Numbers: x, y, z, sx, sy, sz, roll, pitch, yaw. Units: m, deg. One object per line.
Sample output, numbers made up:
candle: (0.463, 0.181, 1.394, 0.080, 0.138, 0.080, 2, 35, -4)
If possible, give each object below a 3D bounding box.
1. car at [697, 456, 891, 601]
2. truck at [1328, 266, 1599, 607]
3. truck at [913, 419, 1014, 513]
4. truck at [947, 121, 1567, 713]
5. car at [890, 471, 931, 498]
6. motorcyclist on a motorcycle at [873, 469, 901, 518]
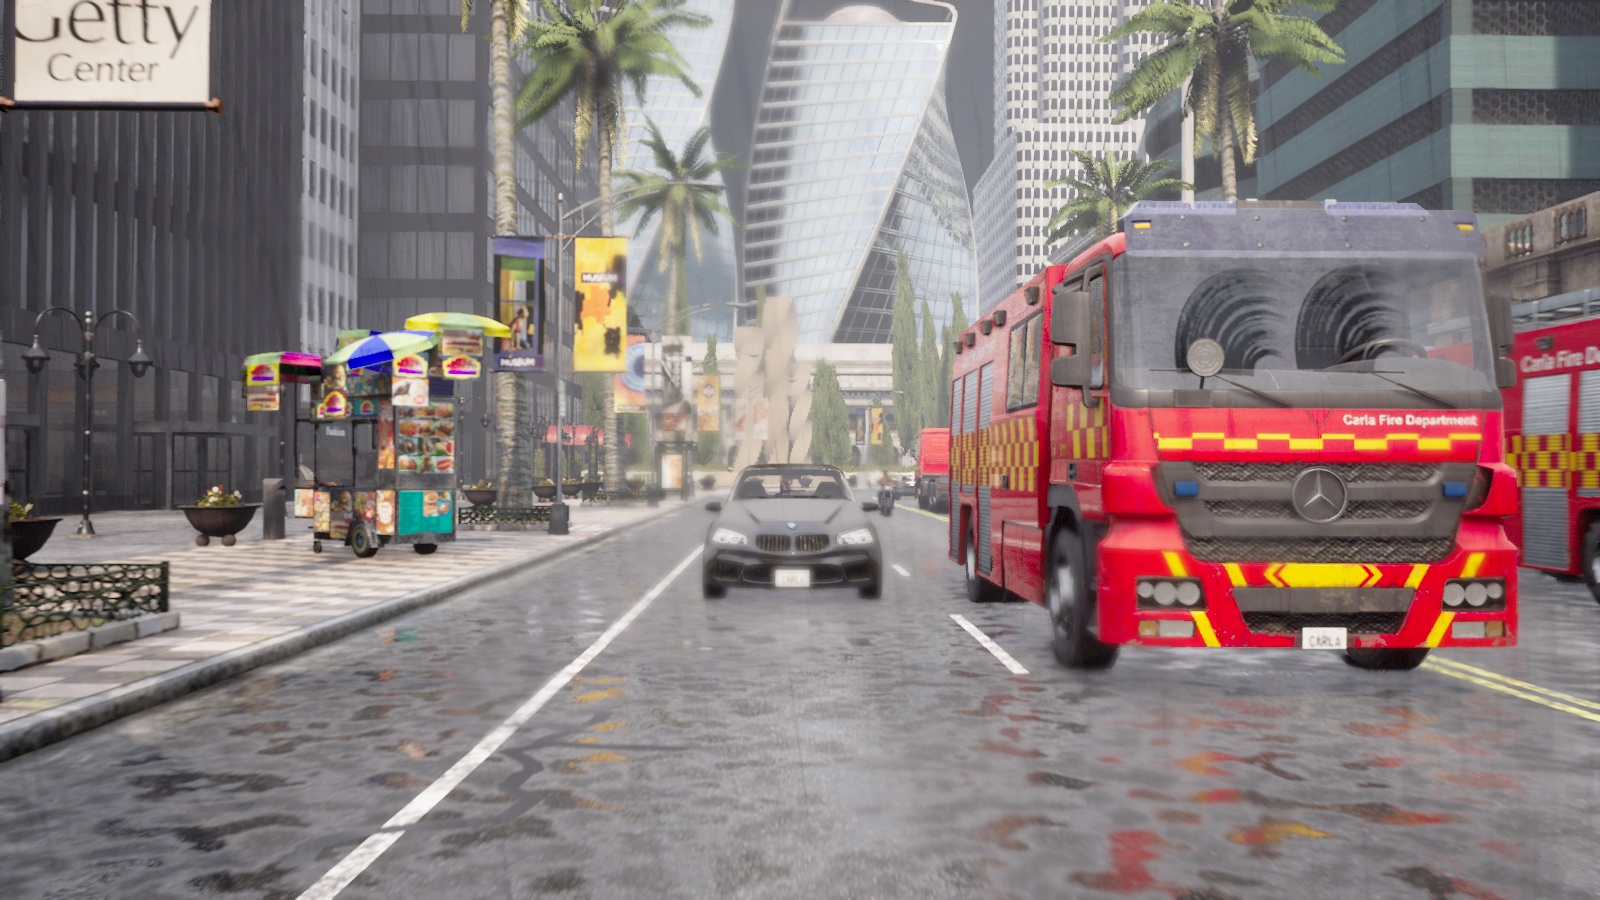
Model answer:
car: (-0.102, 0.941, 16.799, 2.242, 1.667, 4.611, 0, -1, -1)
truck: (10.395, -0.109, 16.898, 2.891, 3.827, 8.468, 0, -1, -1)
truck: (6.408, 0.653, 50.528, 2.891, 3.462, 7.936, 0, -1, -1)
truck: (3.454, -0.157, 12.368, 2.891, 3.827, 8.468, 0, -1, -1)
car: (6.197, 1.941, 70.812, 1.970, 1.475, 3.806, 0, -1, 1)
motorcyclist on a motorcycle: (3.012, 1.482, 43.524, 0.766, 1.649, 2.350, 0, -1, -1)
